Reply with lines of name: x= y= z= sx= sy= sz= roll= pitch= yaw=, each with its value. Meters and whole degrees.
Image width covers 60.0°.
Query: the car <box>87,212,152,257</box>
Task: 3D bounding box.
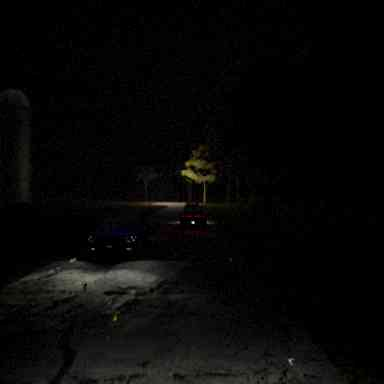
car: x=-2.841 y=1.624 z=13.899 sx=1.882 sy=1.535 sz=5.008 roll=0 pitch=-1 yaw=0

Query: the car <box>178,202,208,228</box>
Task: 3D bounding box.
car: x=0.070 y=1.761 z=24.158 sx=1.837 sy=1.490 sz=4.892 roll=0 pitch=0 yaw=0
